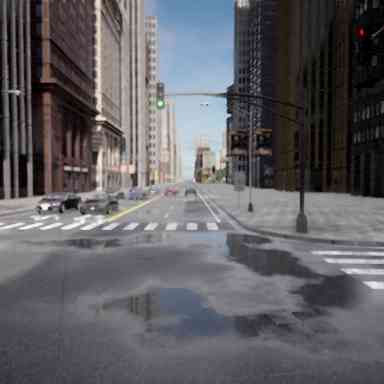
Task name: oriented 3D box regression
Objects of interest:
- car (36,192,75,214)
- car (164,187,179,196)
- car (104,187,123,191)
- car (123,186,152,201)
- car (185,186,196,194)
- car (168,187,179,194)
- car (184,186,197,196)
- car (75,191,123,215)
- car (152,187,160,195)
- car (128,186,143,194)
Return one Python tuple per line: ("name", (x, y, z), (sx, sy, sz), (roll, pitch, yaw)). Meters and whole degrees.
("car", (-9.889, 0.762, 25.083), (2.128, 1.511, 4.902), (0, 2, 3))
("car", (-3.463, -0.071, 54.261), (1.812, 1.442, 4.674), (0, 2, 0))
("car", (-9.991, 0.107, 42.483), (2.097, 1.767, 4.553), (0, 2, 0))
("car", (-6.738, 0.327, 41.669), (2.033, 1.411, 5.357), (0, 2, 0))
("car", (-0.251, -0.409, 64.304), (2.128, 1.511, 4.902), (0, 2, 0))
("car", (-3.501, -0.300, 64.324), (1.895, 1.301, 4.718), (0, 2, 0))
("car", (-0.211, -0.081, 53.891), (1.837, 1.490, 4.892), (0, 2, 0))
("car", (-6.680, 0.856, 24.336), (1.994, 1.385, 4.181), (0, 2, 0))
("car", (-6.732, -0.216, 59.281), (2.128, 1.511, 4.902), (0, 2, 0))
("car", (-9.981, -0.345, 59.234), (1.895, 1.301, 4.718), (0, 2, 0))
